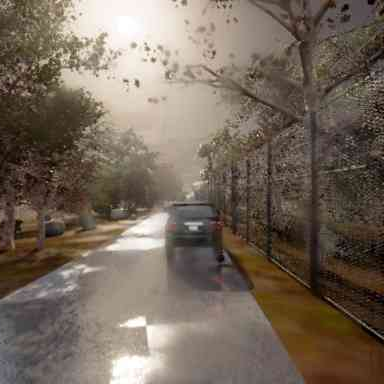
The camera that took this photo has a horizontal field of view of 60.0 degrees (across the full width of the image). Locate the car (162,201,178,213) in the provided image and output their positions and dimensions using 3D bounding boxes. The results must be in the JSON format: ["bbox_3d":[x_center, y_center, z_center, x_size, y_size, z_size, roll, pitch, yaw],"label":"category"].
[{"bbox_3d":[-2.996,2.082,46.092,1.882,1.535,5.008,0,-1,0],"label":"car"}]

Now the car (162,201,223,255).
[{"bbox_3d":[0.064,1.377,14.236,2.150,2.045,5.566,0,-1,0],"label":"car"}]

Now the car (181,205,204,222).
[{"bbox_3d":[0.013,1.916,30.705,1.994,1.385,4.181,0,-1,0],"label":"car"}]
